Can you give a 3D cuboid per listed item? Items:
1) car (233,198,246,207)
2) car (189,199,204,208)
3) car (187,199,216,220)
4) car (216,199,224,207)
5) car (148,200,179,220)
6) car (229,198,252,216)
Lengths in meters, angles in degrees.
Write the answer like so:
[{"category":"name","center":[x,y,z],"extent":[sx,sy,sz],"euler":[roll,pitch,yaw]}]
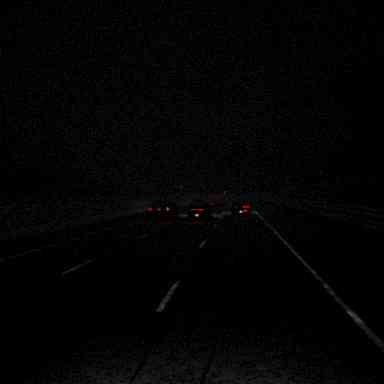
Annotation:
[{"category":"car","center":[7.806,1.682,54.615],"extent":[1.994,1.385,4.181],"euler":[-2,-1,8]},{"category":"car","center":[0.755,1.886,54.695],"extent":[1.994,1.385,4.181],"euler":[-2,-1,8]},{"category":"car","center":[0.725,1.586,29.019],"extent":[1.837,1.490,4.892],"euler":[-2,0,8]},{"category":"car","center":[4.084,1.802,53.212],"extent":[1.895,1.301,4.718],"euler":[-2,-1,8]},{"category":"car","center":[-2.545,1.541,30.894],"extent":[2.097,1.767,4.553],"euler":[-2,0,8]},{"category":"car","center":[4.683,1.484,31.982],"extent":[1.837,1.490,4.892],"euler":[-2,0,8]}]
